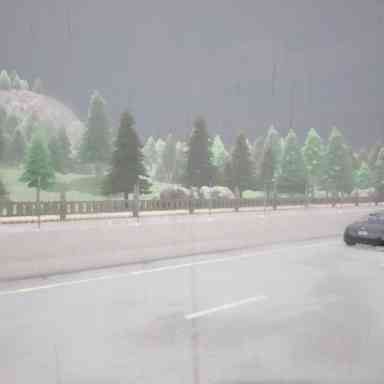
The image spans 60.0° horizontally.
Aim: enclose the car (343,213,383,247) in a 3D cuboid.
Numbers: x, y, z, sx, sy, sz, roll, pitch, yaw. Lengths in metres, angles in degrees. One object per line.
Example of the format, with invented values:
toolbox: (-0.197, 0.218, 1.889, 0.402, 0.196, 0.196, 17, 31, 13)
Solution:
car: (8.269, 1.569, 14.066, 4.181, 1.385, 1.994, 0, 0, -35)
